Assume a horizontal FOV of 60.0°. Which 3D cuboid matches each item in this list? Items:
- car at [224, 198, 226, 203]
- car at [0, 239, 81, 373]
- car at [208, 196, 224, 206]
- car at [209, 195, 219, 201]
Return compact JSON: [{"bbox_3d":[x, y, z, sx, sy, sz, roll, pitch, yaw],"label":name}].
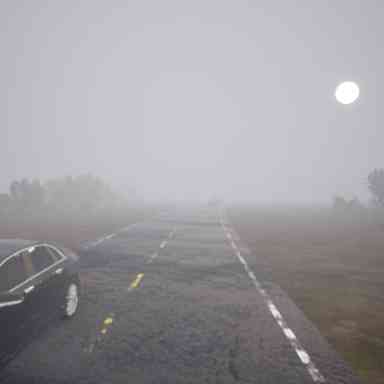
[{"bbox_3d":[6.195,1.576,71.592,1.994,1.385,4.181,0,0,10],"label":"car"},{"bbox_3d":[-3.033,1.503,4.492,1.837,1.490,4.892,0,0,1],"label":"car"},{"bbox_3d":[3.795,1.581,54.817,1.994,1.385,4.181,0,0,7],"label":"car"},{"bbox_3d":[5.544,1.577,84.390,1.994,1.385,4.181,0,0,11],"label":"car"}]
